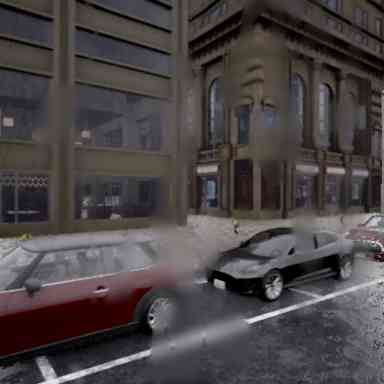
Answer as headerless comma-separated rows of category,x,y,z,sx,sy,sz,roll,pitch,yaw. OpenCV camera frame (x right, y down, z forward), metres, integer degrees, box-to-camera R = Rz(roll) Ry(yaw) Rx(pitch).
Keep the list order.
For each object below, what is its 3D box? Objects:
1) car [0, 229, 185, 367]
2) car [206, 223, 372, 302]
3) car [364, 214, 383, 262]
car,-2.198,1.444,5.077,4.097,1.590,1.967,0,0,-35
car,2.362,1.588,8.328,4.313,1.339,1.947,0,0,-35
car,6.924,1.481,11.580,4.097,1.590,1.967,0,0,-35
